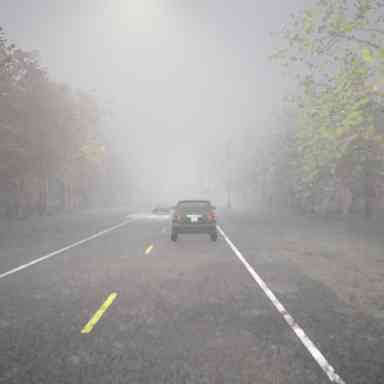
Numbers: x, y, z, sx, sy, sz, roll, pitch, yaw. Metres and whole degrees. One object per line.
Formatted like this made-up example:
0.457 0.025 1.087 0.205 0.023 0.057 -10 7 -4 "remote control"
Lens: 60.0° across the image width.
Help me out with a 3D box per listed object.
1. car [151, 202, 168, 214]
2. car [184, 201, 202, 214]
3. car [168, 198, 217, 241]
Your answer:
-3.567 1.865 38.656 1.895 1.301 4.718 0 0 0 "car"
0.113 1.835 39.598 1.994 1.385 4.181 0 0 0 "car"
0.104 1.344 17.711 2.150 2.045 5.566 0 0 0 "car"
